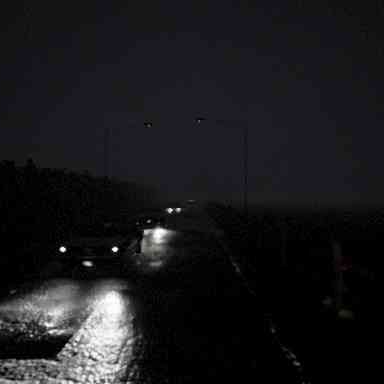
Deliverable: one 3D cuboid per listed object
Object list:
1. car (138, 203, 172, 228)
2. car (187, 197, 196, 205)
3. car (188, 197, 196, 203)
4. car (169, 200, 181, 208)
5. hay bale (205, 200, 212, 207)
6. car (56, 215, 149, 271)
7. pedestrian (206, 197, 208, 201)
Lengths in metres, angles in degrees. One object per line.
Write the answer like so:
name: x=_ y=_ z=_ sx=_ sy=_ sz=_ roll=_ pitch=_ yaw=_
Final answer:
car: x=-2.791 y=1.734 z=23.632 sx=1.994 sy=1.385 sz=4.181 roll=0 pitch=-1 yaw=0
car: x=-0.010 y=1.946 z=69.117 sx=2.128 sy=1.511 sz=4.902 roll=0 pitch=-1 yaw=0
car: x=-0.009 y=2.077 z=84.067 sx=2.033 sy=1.411 sz=5.357 roll=0 pitch=-1 yaw=0
car: x=-2.814 y=1.992 z=55.427 sx=1.994 sy=1.385 sz=4.181 roll=0 pitch=-1 yaw=0
hay bale: x=3.121 y=2.141 z=61.725 sx=1.220 sy=1.180 sz=1.240 roll=0 pitch=0 yaw=0
car: x=-2.844 y=1.680 z=11.329 sx=1.895 sy=1.301 sz=4.718 roll=0 pitch=0 yaw=0
pedestrian: x=2.817 y=1.798 z=62.826 sx=0.375 sy=1.860 sz=0.375 roll=0 pitch=0 yaw=-2
